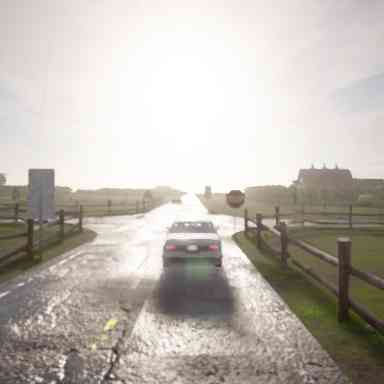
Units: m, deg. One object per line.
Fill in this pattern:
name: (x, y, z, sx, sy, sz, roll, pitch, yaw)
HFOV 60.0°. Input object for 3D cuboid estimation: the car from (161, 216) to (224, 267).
car: (0.026, 1.536, 11.379, 2.033, 1.411, 5.357, 0, 0, 0)

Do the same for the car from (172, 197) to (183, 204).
car: (-2.773, 1.558, 62.045, 1.895, 1.301, 4.718, 0, 0, 1)
